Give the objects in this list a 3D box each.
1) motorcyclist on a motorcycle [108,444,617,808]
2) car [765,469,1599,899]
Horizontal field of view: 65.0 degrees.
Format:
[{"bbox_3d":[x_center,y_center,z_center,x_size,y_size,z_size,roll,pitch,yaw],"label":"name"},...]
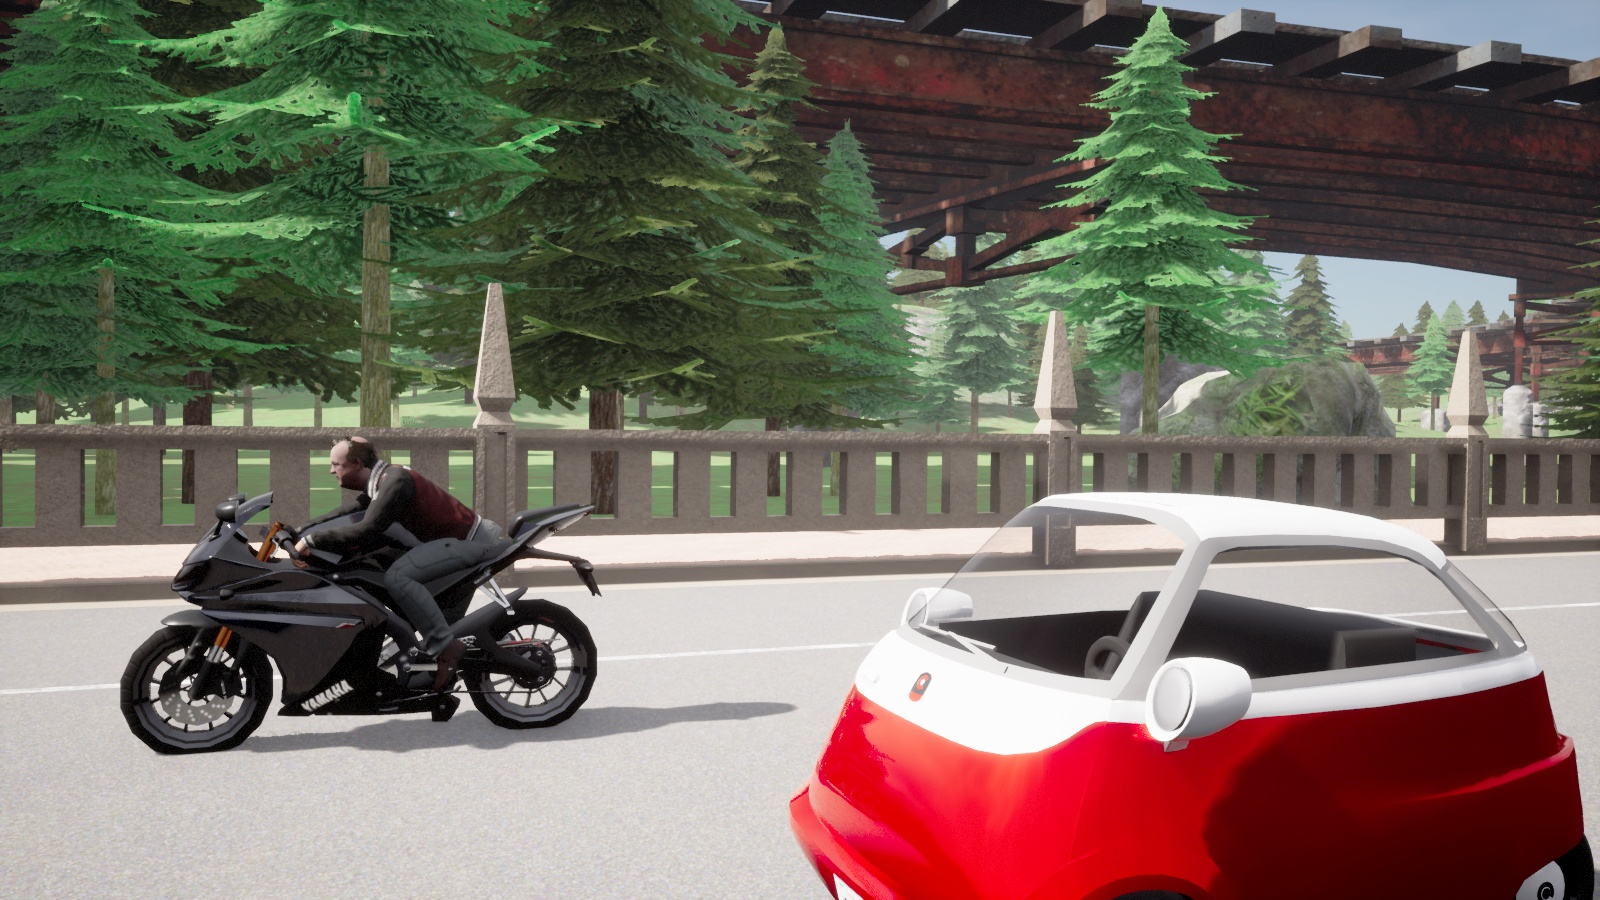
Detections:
[{"bbox_3d":[-2.089,0.755,6.190,2.191,1.530,0.866,-1,1,-21],"label":"motorcyclist on a motorcycle"},{"bbox_3d":[1.187,0.780,3.690,2.207,1.376,1.481,-1,1,-21],"label":"car"}]
